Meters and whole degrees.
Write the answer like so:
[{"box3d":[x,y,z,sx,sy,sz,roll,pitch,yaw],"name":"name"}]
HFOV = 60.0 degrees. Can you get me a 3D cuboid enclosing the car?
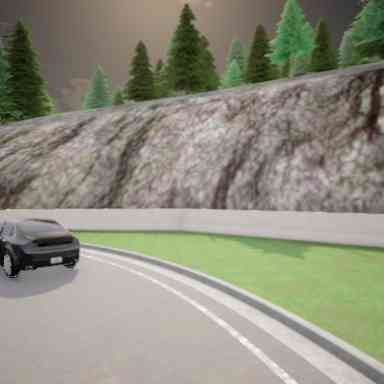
[{"box3d":[-5.293,1.591,10.649,1.837,1.490,4.892,0,0,-44],"name":"car"}]
